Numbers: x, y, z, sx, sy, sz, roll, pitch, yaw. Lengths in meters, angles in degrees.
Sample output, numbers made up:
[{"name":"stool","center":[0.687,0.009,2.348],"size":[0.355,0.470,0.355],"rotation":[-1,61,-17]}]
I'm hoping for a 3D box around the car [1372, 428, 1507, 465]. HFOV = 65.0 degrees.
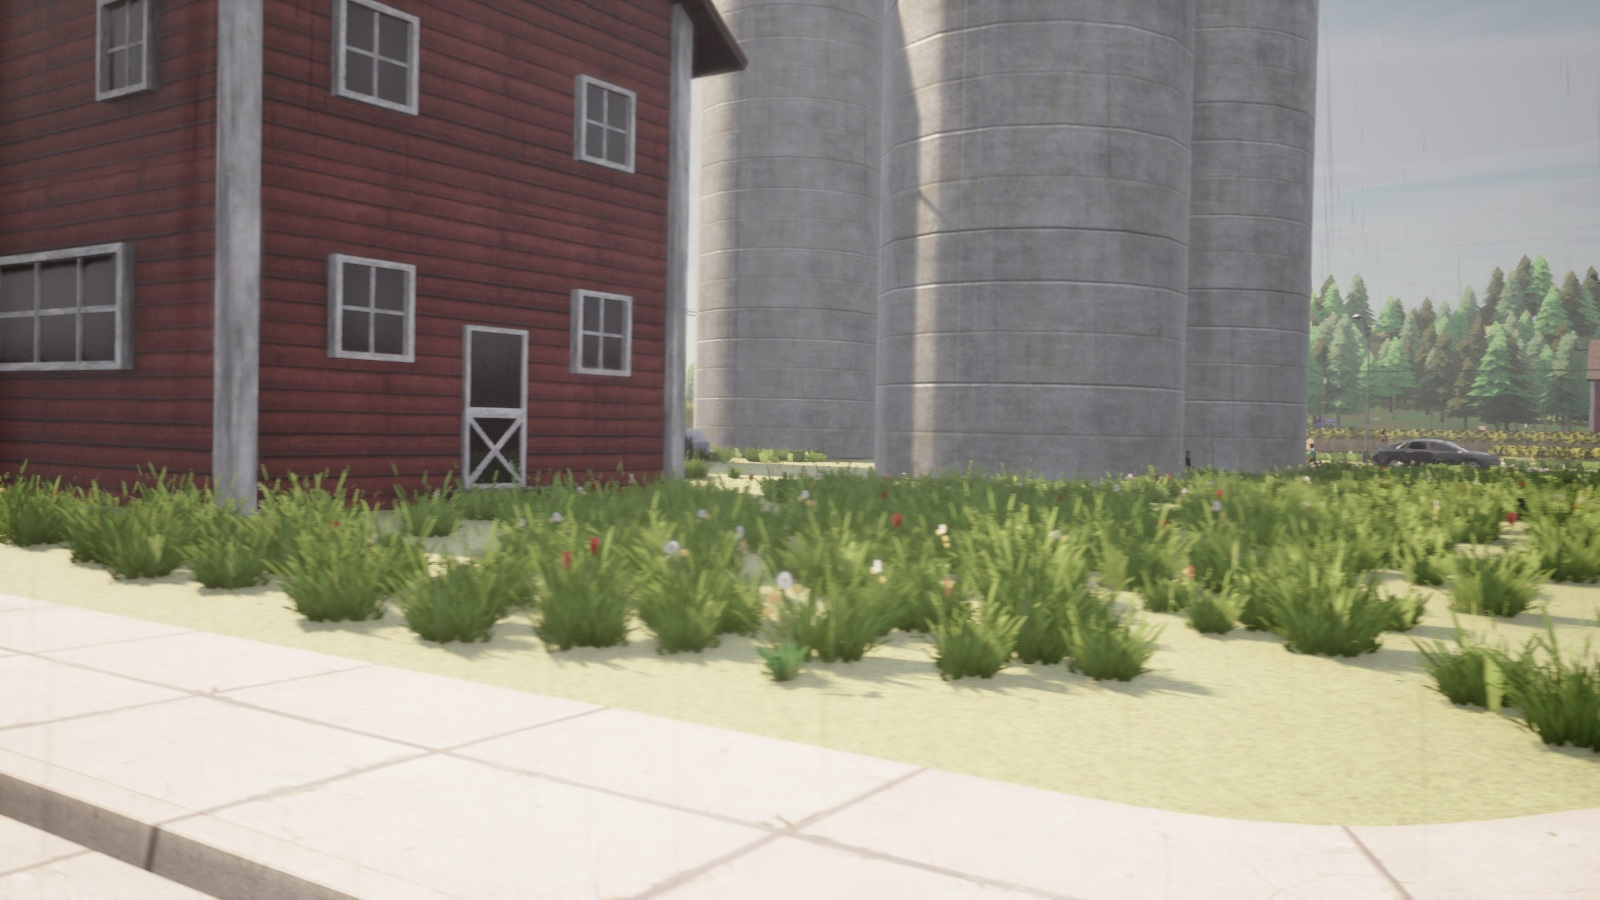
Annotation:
[{"name":"car","center":[26.892,-0.165,52.866],"size":[4.892,1.490,1.837],"rotation":[1,1,33]}]
